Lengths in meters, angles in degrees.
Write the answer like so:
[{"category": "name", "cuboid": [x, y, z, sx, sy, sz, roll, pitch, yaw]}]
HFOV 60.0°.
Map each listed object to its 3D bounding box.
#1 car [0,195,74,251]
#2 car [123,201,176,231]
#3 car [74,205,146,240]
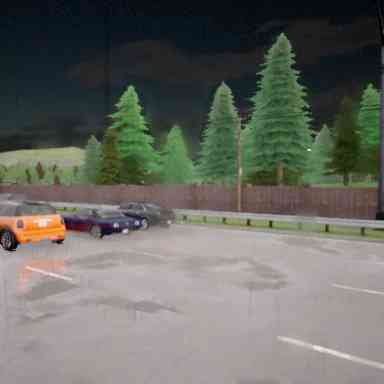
[{"category": "car", "cuboid": [-7.123, 1.151, 13.308, 4.553, 1.767, 2.097, 1, 1, 36]}, {"category": "car", "cuboid": [-3.166, 1.303, 19.085, 4.892, 1.490, 1.837, 2, 1, 36]}, {"category": "car", "cuboid": [-4.696, 1.407, 15.870, 4.718, 1.301, 1.895, 1, 1, 36]}]
